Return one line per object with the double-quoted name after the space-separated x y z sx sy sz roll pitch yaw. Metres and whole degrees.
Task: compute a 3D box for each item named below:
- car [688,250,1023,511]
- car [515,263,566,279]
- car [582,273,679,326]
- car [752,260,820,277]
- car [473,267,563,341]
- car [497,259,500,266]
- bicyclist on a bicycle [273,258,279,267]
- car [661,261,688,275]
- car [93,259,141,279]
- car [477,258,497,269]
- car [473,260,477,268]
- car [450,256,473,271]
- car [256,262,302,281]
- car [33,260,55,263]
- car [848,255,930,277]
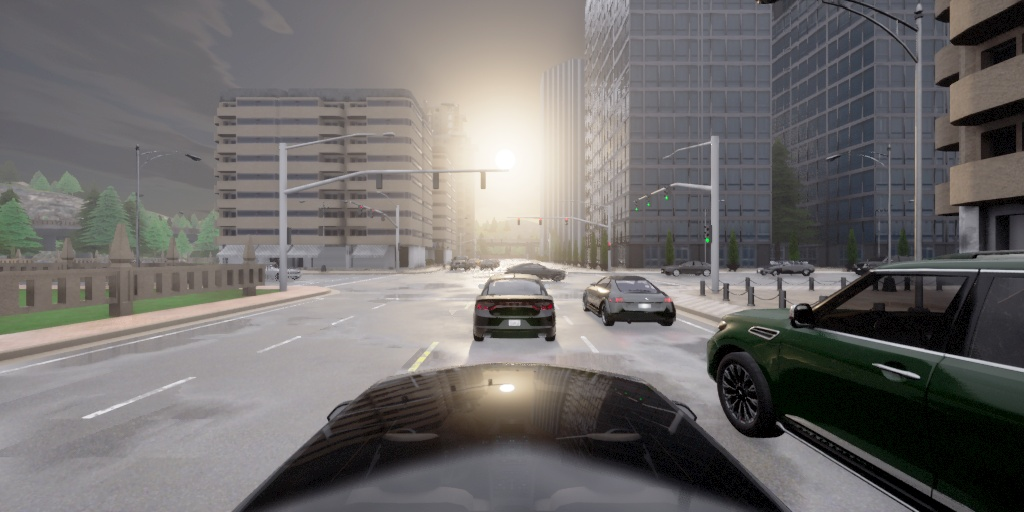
3.601 0.971 2.288 2.150 2.045 5.566 0 0 0 "car"
1.805 1.238 27.522 4.674 1.442 1.812 0 0 0 "car"
3.575 1.314 11.643 1.994 1.385 4.181 0 0 0 "car"
26.328 1.186 34.594 4.902 1.511 2.128 0 0 0 "car"
0.066 1.228 9.864 1.882 1.535 5.008 0 0 0 "car"
-3.589 1.241 62.309 2.128 1.511 4.902 0 0 0 "car"
-26.094 0.995 39.820 0.582 1.620 1.656 0 0 7 "bicyclist on a bicycle"
16.965 1.199 34.648 4.892 1.490 1.837 0 0 0 "car"
-33.259 1.220 29.360 4.674 1.442 1.812 0 0 17 "car"
-3.612 1.255 52.969 1.837 1.490 4.892 0 0 0 "car"
-7.103 1.255 59.303 1.837 1.490 4.892 0 0 0 "car"
-7.114 0.972 49.599 2.150 2.045 5.566 0 0 0 "car"
-18.838 1.220 27.790 4.674 1.442 1.812 0 0 2 "car"
-48.283 1.200 36.990 4.892 1.490 1.837 0 0 40 "car"
36.207 0.916 34.538 5.566 2.045 2.150 0 0 0 "car"
